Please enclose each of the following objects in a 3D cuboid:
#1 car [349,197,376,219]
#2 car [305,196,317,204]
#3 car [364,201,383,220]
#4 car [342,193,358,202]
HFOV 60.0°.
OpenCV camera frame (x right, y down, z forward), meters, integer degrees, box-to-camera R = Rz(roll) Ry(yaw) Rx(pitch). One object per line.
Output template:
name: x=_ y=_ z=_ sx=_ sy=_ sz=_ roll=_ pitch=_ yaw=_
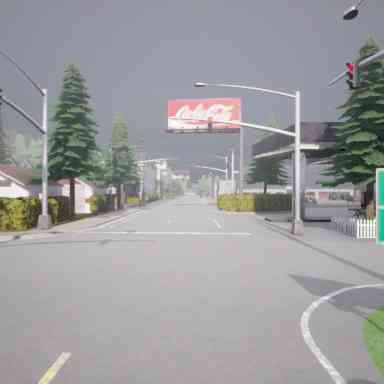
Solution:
car: x=14.383 y=1.504 z=24.973 sx=3.866 sy=1.878 sz=1.905 roll=0 pitch=0 yaw=0
car: x=22.538 y=1.552 z=64.035 sx=1.970 sy=1.475 sz=3.806 roll=0 pitch=0 yaw=0
car: x=18.712 y=1.672 z=30.641 sx=4.611 sy=1.667 sz=2.242 roll=0 pitch=0 yaw=0
car: x=34.946 y=1.489 z=71.820 sx=2.007 sy=1.523 sz=4.514 roll=0 pitch=0 yaw=0
